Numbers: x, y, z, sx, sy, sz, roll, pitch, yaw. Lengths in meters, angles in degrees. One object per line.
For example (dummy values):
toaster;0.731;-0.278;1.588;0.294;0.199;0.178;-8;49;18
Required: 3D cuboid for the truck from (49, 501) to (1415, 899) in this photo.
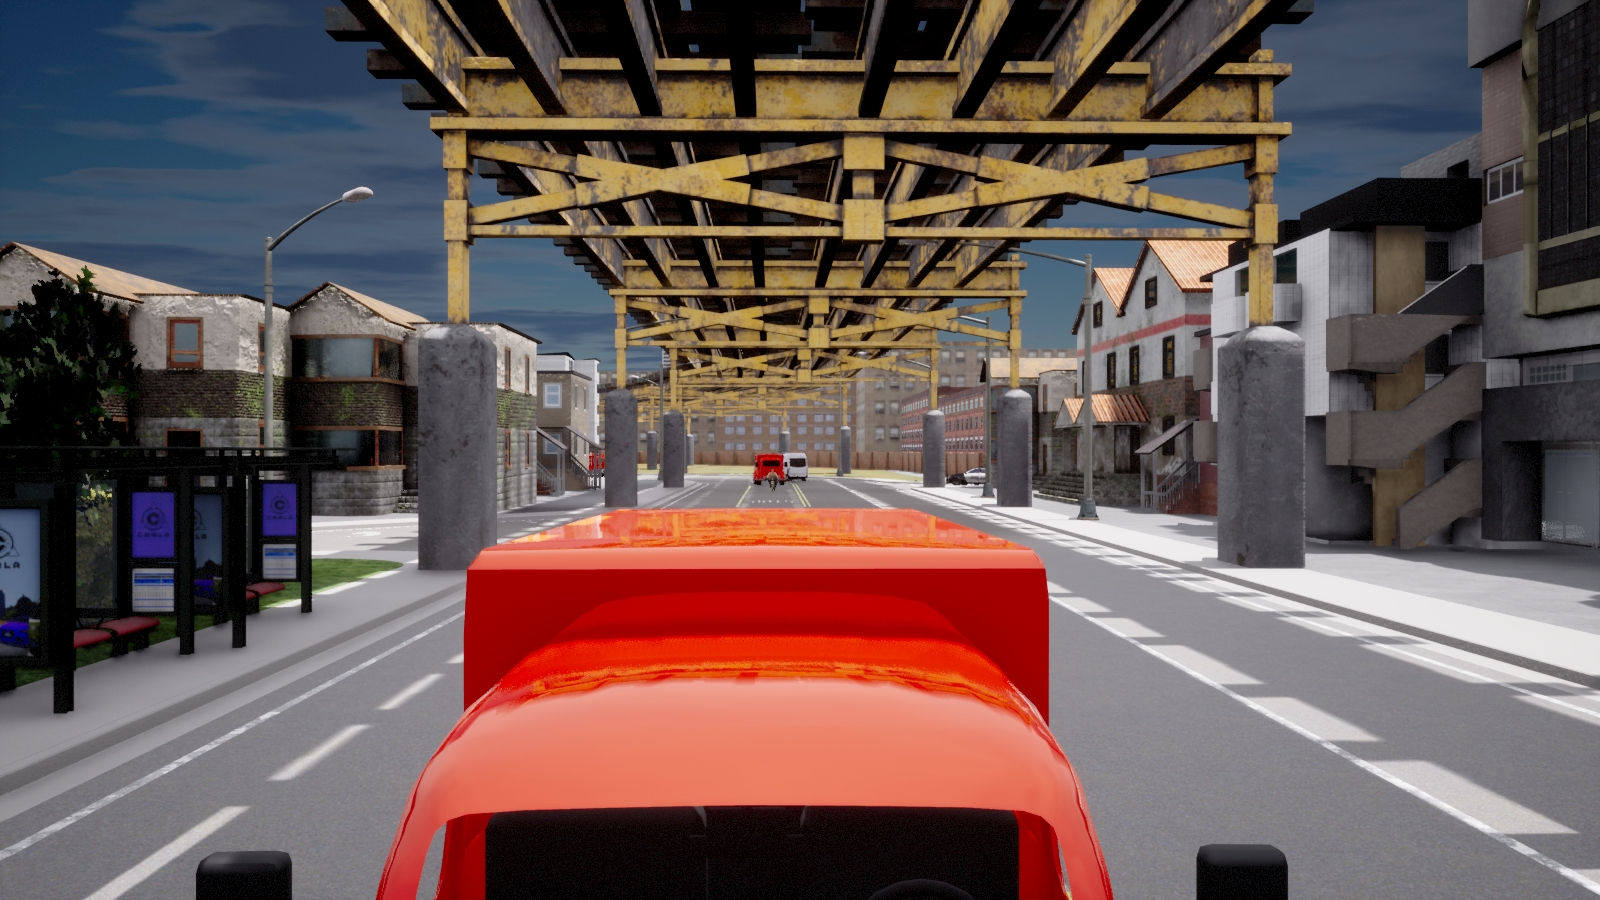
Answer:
truck;-0.167;1.568;4.802;2.627;2.467;5.204;0;0;-1
